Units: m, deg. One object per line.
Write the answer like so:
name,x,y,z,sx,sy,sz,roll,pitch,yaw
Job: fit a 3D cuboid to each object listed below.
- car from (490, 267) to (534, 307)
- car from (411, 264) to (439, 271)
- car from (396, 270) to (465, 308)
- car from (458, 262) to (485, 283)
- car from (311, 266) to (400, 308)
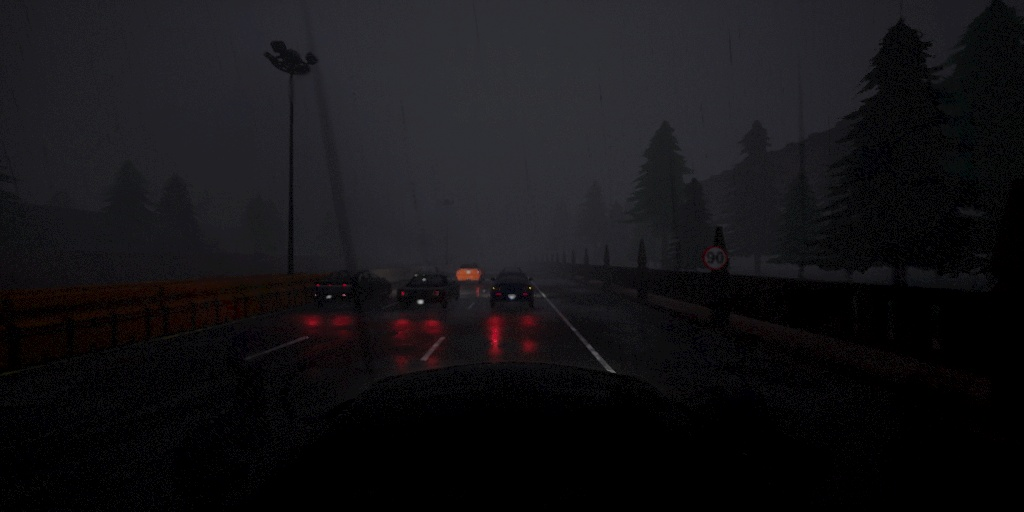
car,0.003,1.412,16.226,1.812,1.442,4.674,0,0,0
car,-7.001,1.625,30.956,1.895,1.301,4.718,0,0,0
car,-3.500,1.484,15.957,1.895,1.301,4.718,0,0,0
car,-3.501,1.374,30.936,2.097,1.767,4.553,0,-1,0
car,-6.998,1.378,16.143,2.128,1.511,4.902,0,0,0
